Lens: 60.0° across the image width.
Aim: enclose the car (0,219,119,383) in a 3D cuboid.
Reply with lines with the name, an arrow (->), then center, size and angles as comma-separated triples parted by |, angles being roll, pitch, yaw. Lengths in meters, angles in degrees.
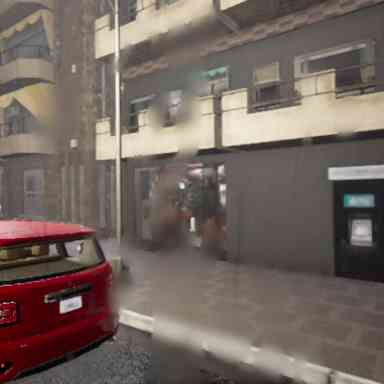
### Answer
car -> -3.287, 1.339, 5.071 | 5.009, 1.841, 2.192 | 0, -1, 35
